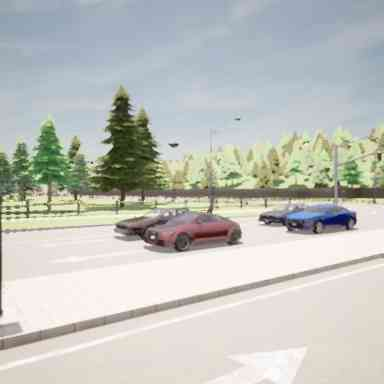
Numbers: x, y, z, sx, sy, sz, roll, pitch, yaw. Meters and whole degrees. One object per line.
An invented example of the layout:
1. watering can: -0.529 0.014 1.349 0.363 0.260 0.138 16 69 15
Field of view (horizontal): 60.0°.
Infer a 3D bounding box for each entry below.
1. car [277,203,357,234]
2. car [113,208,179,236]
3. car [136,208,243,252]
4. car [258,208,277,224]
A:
1. car: 7.455 1.436 19.039 5.008 1.535 1.882 0 0 -35
2. car: -1.240 1.526 17.205 5.357 1.411 2.033 0 0 -35
3. car: 0.122 1.544 13.882 4.181 1.385 1.994 0 0 -36
4. car: 6.994 1.501 22.981 5.357 1.411 2.033 0 0 -35
